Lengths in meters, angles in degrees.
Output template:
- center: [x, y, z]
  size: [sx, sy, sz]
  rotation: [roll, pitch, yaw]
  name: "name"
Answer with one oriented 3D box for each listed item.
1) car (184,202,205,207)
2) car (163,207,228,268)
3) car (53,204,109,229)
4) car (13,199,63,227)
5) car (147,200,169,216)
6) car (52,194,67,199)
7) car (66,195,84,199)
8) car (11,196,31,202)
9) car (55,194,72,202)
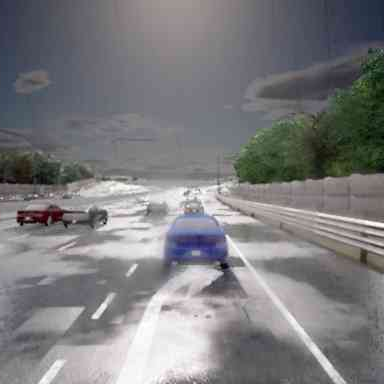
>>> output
- center: [0.193, 1.605, 29.746]
  size: [2.033, 1.411, 5.357]
  rotation: [0, 0, 0]
  name: "car"
- center: [0.115, 1.500, 11.424]
  size: [1.882, 1.535, 5.008]
  rotation: [0, 0, 0]
  name: "car"
- center: [-6.849, 1.534, 21.817]
  size: [2.128, 1.511, 4.902]
  rotation: [0, 0, 0]
  name: "car"
- center: [-10.342, 1.523, 23.435]
  size: [1.882, 1.535, 5.008]
  rotation: [0, 0, 0]
  name: "car"
- center: [-3.386, 1.557, 33.372]
  size: [2.128, 1.511, 4.902]
  rotation: [0, 0, 0]
  name: "car"
- center: [-24.147, 1.382, 60.439]
  size: [1.882, 1.535, 5.008]
  rotation: [0, 1, 1]
  name: "car"
- center: [-20.652, 1.466, 60.429]
  size: [1.994, 1.385, 4.181]
  rotation: [0, 1, 1]
  name: "car"
- center: [-31.128, 1.458, 60.602]
  size: [1.994, 1.385, 4.181]
  rotation: [0, 1, 1]
  name: "car"
- center: [-27.483, 1.234, 71.311]
  size: [1.812, 1.442, 4.674]
  rotation: [0, 1, 1]
  name: "car"
